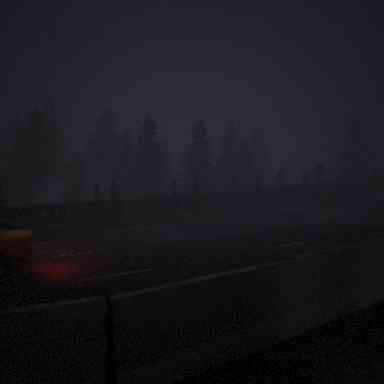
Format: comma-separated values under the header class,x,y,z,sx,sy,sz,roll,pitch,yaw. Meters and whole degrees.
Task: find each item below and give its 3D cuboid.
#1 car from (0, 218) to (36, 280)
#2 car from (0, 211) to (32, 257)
class,x,y,z,sx,sy,sz,roll,pitch,yaw
car,-6.510,1.429,7.972,5.008,1.535,1.882,0,0,-35
car,-8.087,1.467,11.135,4.674,1.442,1.812,0,0,-35
